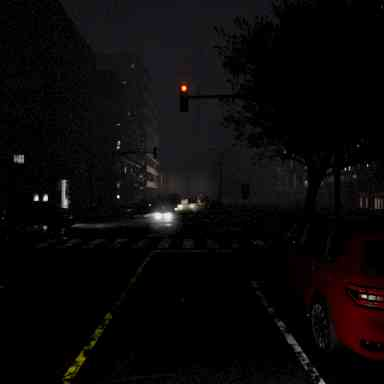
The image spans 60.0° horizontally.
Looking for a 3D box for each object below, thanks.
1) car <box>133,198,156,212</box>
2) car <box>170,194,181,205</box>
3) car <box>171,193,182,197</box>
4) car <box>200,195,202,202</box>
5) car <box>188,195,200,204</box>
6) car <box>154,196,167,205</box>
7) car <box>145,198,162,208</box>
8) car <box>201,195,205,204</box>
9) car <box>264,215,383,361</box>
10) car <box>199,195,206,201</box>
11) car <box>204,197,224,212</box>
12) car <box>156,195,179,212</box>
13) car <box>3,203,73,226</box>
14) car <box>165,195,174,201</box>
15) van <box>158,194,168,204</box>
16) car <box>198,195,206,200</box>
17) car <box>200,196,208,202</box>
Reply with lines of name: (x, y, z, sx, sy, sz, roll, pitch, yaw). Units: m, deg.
car: (-5.677, 1.563, 38.312, 2.008, 1.369, 4.403, 0, 0, 0)
car: (-3.071, 1.500, 49.430, 1.882, 1.535, 5.008, 0, 0, 0)
car: (-3.048, 1.257, 60.142, 2.150, 2.045, 5.566, 0, 0, 0)
car: (2.711, 1.625, 65.973, 1.802, 1.307, 4.206, 0, 0, 0)
car: (0.120, 1.643, 64.977, 1.895, 1.301, 4.718, 0, 0, 0)
car: (-5.670, 1.476, 60.444, 1.967, 1.590, 4.097, 0, 0, 0)
car: (-5.674, 1.573, 49.378, 2.008, 1.369, 4.403, 0, 0, 0)
car: (2.706, 1.548, 49.545, 1.752, 1.417, 4.829, 0, 0, 0)
car: (2.695, 1.315, 5.922, 2.192, 1.841, 5.009, 0, 0, 0)
car: (2.718, 1.621, 88.104, 1.887, 1.381, 4.507, 0, 0, 0)
car: (2.703, 1.557, 38.310, 1.887, 1.381, 4.507, 0, 0, 0)
car: (-3.081, 1.505, 39.209, 2.128, 1.511, 4.902, 0, 0, 2)
car: (-10.106, 1.473, 22.101, 4.181, 1.385, 1.994, 2, 0, -8)
car: (-5.664, 1.507, 82.574, 1.967, 1.590, 4.097, 0, 0, 0)
van: (-5.669, 1.384, 65.977, 1.690, 1.788, 3.998, 0, 0, 0)
car: (2.719, 1.638, 93.637, 2.008, 1.369, 4.403, 0, 0, 0)
car: (2.714, 1.584, 77.209, 1.752, 1.417, 4.829, 0, 0, 0)
